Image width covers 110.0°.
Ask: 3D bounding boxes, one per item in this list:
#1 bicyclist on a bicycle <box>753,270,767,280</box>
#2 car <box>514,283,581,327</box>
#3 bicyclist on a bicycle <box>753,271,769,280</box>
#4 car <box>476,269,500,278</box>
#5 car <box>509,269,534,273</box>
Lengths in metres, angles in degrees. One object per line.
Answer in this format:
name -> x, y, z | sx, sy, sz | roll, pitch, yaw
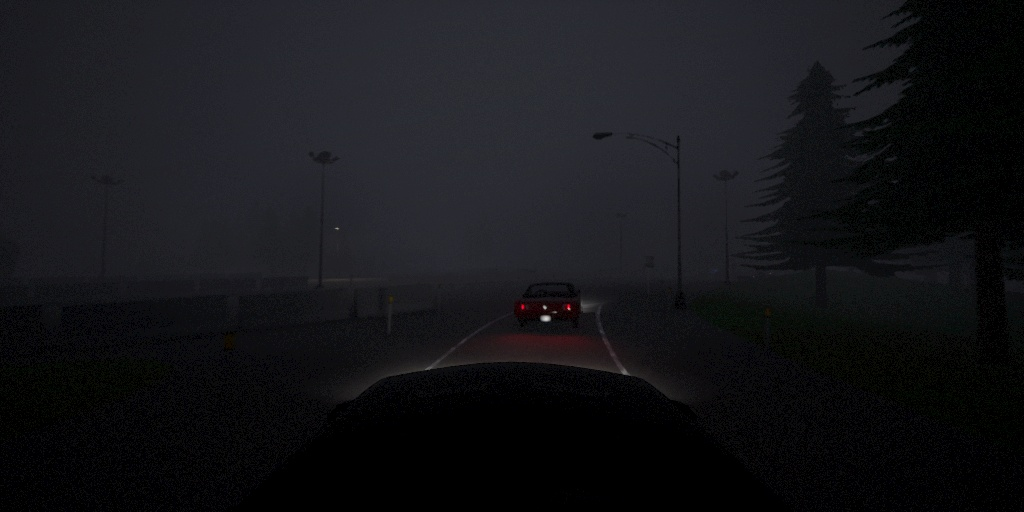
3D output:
bicyclist on a bicycle -> 35.825, 2.813, 51.938 | 0.582, 1.620, 1.656 | 6, -3, -43
car -> 1.424, 1.564, 12.408 | 1.895, 1.301, 4.718 | -2, -2, 12
bicyclist on a bicycle -> 36.594, 2.872, 52.647 | 1.620, 0.582, 1.656 | -25, 18, -40
car -> -3.925, 2.892, 59.750 | 4.674, 1.442, 1.812 | 2, -2, -43
car -> 1.447, 2.724, 55.226 | 4.902, 1.511, 2.128 | 2, -2, -44
